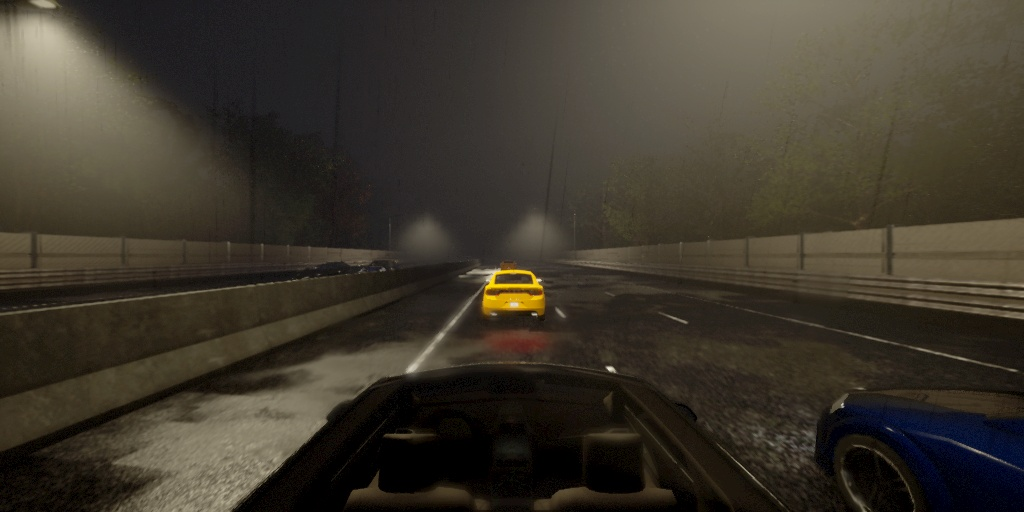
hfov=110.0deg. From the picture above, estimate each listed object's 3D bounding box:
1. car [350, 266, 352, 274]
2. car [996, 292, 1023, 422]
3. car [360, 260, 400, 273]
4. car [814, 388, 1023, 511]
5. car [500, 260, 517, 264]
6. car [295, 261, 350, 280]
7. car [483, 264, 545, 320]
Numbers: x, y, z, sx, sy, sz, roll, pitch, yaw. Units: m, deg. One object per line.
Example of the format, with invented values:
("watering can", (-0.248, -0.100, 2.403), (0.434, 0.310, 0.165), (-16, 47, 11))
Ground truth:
("car", (-17.954, 1.288, 36.487), (1.812, 1.442, 4.674), (0, 0, -1))
("car", (7.092, 1.226, 2.050), (1.882, 1.535, 5.008), (0, 0, 0))
("car", (-10.839, 1.113, 29.675), (2.097, 1.767, 4.553), (0, 0, -1))
("car", (3.592, 1.313, 1.330), (1.994, 1.385, 4.181), (0, 0, 0))
("car", (-0.417, 1.244, 43.517), (1.882, 1.535, 5.008), (0, 0, -1))
("car", (-14.297, 1.324, 26.948), (1.994, 1.385, 4.181), (0, 0, -1))
("car", (0.053, 1.232, 12.679), (1.882, 1.535, 5.008), (0, 0, 0))
